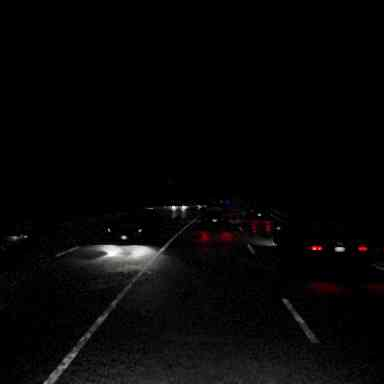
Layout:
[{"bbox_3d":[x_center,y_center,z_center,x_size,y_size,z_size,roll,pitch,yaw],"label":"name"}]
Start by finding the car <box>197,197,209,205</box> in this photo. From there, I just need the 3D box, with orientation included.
[{"bbox_3d":[2.050,1.633,58.307,2.033,1.411,5.357,0,0,7],"label":"car"}]

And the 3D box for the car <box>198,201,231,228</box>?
[{"bbox_3d":[1.598,1.562,22.544,1.812,1.442,4.674,0,0,6],"label":"car"}]

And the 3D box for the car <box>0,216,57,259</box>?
[{"bbox_3d":[-6.615,1.548,11.417,2.033,1.411,5.357,0,0,4],"label":"car"}]

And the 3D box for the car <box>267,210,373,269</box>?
[{"bbox_3d":[4.102,1.574,11.325,2.033,1.411,5.357,0,0,4],"label":"car"}]

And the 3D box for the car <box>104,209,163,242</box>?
[{"bbox_3d":[-2.689,1.565,16.848,2.033,1.411,5.357,0,0,5],"label":"car"}]

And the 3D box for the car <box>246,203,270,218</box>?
[{"bbox_3d":[5.976,1.660,30.447,1.895,1.301,4.718,0,0,7],"label":"car"}]

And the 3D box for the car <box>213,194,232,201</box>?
[{"bbox_3d":[3.779,1.289,41.849,2.150,2.045,5.566,0,0,7],"label":"car"}]

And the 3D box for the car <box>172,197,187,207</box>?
[{"bbox_3d":[-1.958,1.574,54.369,1.837,1.490,4.892,0,0,7],"label":"car"}]
